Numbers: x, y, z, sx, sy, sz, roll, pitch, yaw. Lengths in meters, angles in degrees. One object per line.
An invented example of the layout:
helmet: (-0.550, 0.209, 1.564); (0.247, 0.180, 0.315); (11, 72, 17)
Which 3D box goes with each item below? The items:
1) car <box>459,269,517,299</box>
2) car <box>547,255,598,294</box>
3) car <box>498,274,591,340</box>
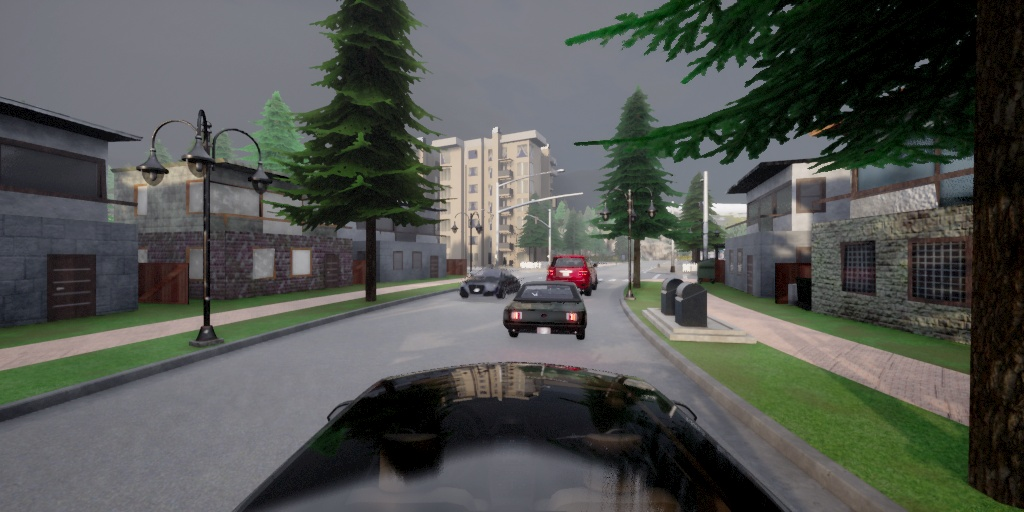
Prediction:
car: (-1.006, 1.314, 17.675); (1.994, 1.385, 4.181); (0, 0, 16)
car: (3.366, 0.971, 19.553); (2.150, 2.045, 5.566); (0, 0, 18)
car: (1.071, 1.351, 10.057); (1.895, 1.301, 4.718); (0, 0, 9)
